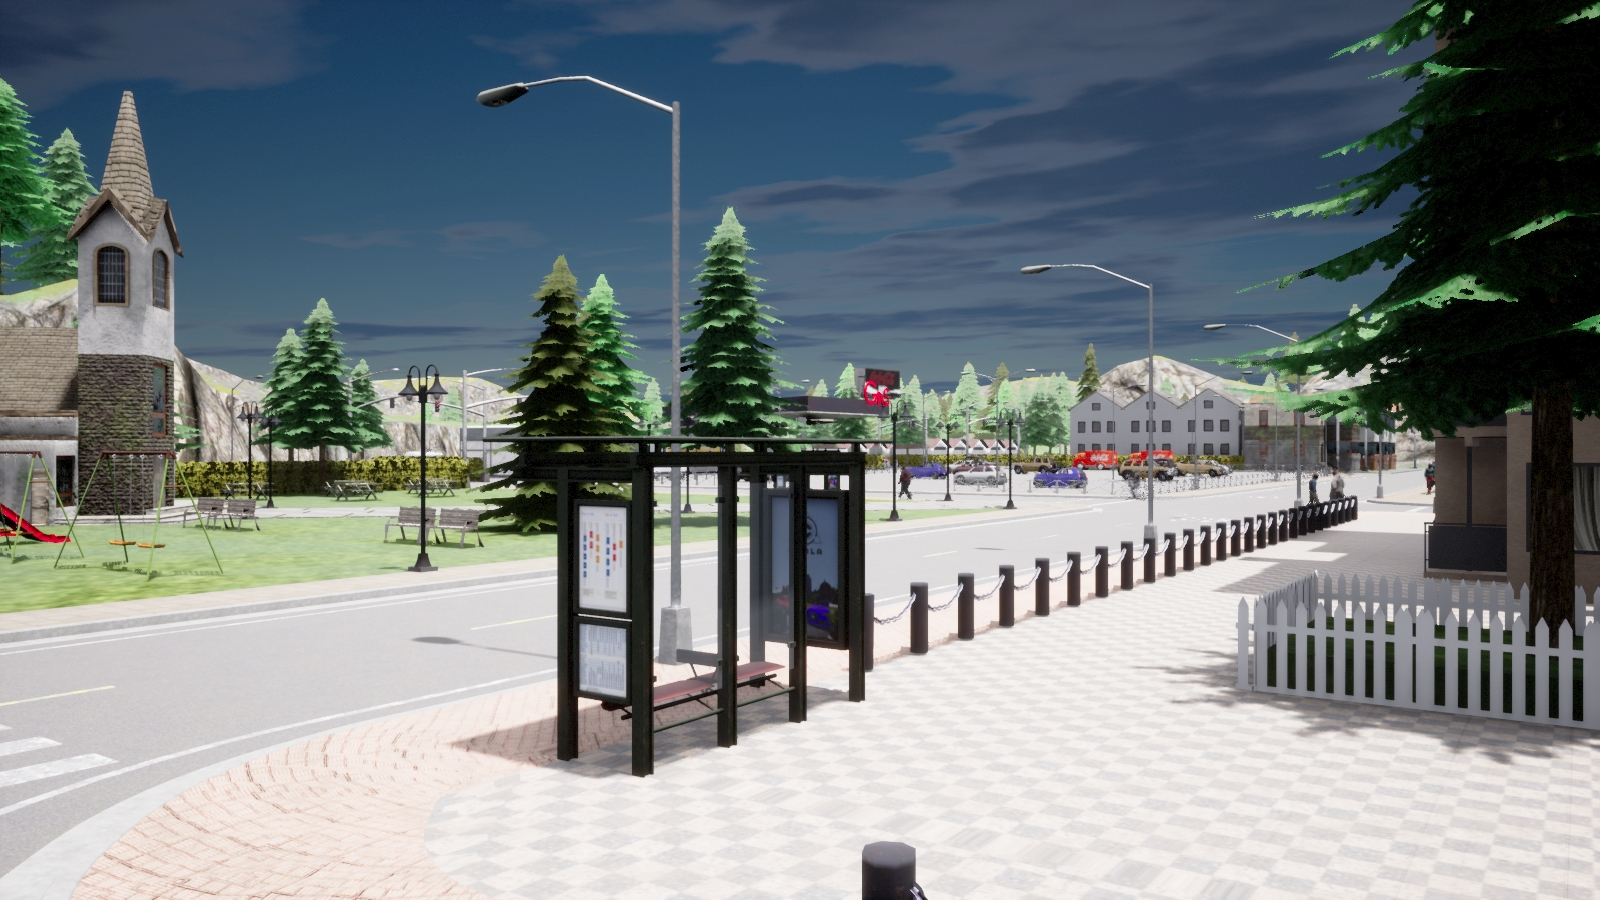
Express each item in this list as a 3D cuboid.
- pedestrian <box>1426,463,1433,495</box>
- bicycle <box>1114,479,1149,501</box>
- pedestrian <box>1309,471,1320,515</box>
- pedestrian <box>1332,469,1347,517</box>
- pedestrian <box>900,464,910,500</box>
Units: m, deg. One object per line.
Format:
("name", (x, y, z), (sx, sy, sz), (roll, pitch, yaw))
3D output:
("pedestrian", (36.930, 1.670, 67.019), (0.375, 1.860, 0.375), (0, 0, 30))
("bicycle", (18.318, 2.192, 63.127), (1.835, 1.171, 0.329), (0, -4, 17))
("pedestrian", (22.046, 1.825, 48.940), (0.375, 1.860, 0.375), (0, 0, 33))
("pedestrian", (21.023, 1.671, 44.562), (0.375, 1.860, 0.375), (0, 0, -24))
("pedestrian", (5.561, 1.673, 60.324), (0.375, 1.860, 0.375), (0, 0, 39))
